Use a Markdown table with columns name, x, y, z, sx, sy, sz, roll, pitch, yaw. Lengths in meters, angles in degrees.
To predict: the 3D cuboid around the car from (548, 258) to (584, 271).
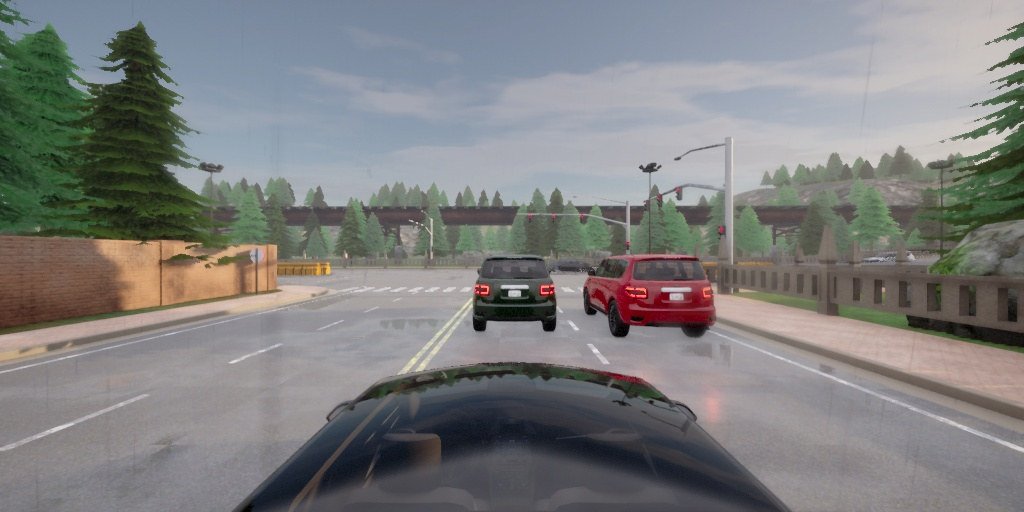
| name | x | y | z | sx | sy | sz | roll | pitch | yaw |
| --- | --- | --- | --- | --- | --- | --- | --- | --- | --- |
| car | 7.334 | 1.102 | 49.217 | 4.553 | 1.767 | 2.097 | 0 | 0 | 0 |

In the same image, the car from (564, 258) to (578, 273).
| name | x | y | z | sx | sy | sz | roll | pitch | yaw |
| --- | --- | --- | --- | --- | --- | --- | --- | --- | --- |
| car | 6.596 | 1.255 | 42.220 | 4.892 | 1.490 | 1.837 | 0 | 0 | 0 |

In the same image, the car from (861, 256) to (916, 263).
| name | x | y | z | sx | sy | sz | roll | pitch | yaw |
| --- | --- | --- | --- | --- | --- | --- | --- | --- | --- |
| car | 44.628 | 1.077 | 42.069 | 4.718 | 1.301 | 1.895 | -3 | 0 | 0 |

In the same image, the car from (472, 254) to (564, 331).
| name | x | y | z | sx | sy | sz | roll | pitch | yaw |
| --- | --- | --- | --- | --- | --- | --- | --- | --- | --- |
| car | 0.069 | 0.971 | 11.086 | 2.150 | 2.045 | 5.566 | 0 | 0 | 0 |

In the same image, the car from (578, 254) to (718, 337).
| name | x | y | z | sx | sy | sz | roll | pitch | yaw |
| --- | --- | --- | --- | --- | --- | --- | --- | --- | --- |
| car | 3.569 | 0.971 | 10.409 | 2.150 | 2.045 | 5.566 | 0 | 0 | 0 |
